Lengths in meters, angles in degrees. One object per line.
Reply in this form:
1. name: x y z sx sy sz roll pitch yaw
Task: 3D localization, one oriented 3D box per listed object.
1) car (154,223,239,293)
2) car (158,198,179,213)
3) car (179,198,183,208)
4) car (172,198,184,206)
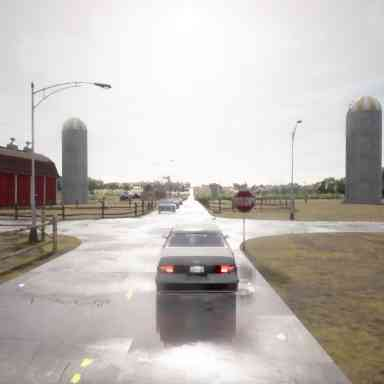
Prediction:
1. car: 0.102 1.554 8.977 2.033 1.411 5.357 0 0 0
2. car: -2.845 1.635 38.778 1.882 1.535 5.008 0 0 0
3. car: -2.834 1.723 49.840 2.128 1.511 4.902 0 0 0
4. car: -2.768 1.905 66.481 2.128 1.511 4.902 0 -1 1
